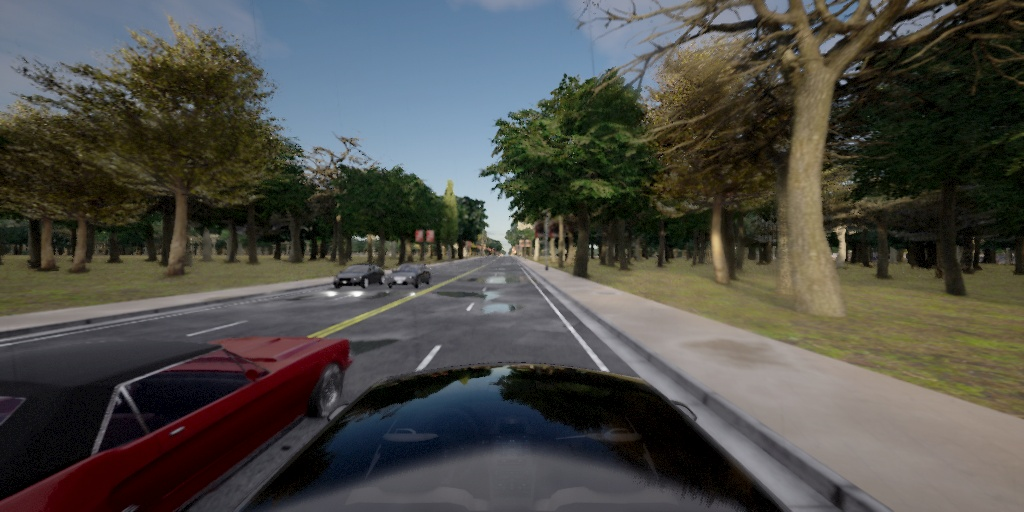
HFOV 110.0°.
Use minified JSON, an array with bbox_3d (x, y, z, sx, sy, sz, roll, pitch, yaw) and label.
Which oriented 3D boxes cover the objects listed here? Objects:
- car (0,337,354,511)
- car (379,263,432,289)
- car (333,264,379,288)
[{"bbox_3d":[-3.149,1.351,2.930,1.895,1.301,4.718,0,0,0],"label":"car"},{"bbox_3d":[-6.520,1.237,23.254,2.128,1.511,4.902,0,0,0],"label":"car"},{"bbox_3d":[-9.769,1.274,23.337,1.837,1.490,4.892,0,0,0],"label":"car"}]
